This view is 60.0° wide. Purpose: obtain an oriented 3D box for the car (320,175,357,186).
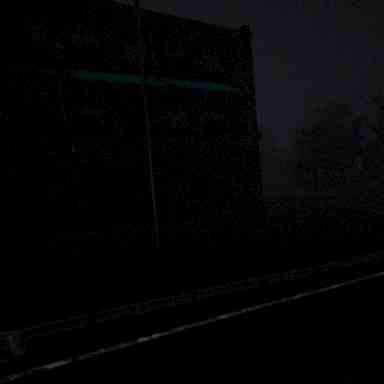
[{"bbox_3d":[21.175,-1.664,48.271,4.892,1.490,1.837,-4,4,42],"label":"car"}]
